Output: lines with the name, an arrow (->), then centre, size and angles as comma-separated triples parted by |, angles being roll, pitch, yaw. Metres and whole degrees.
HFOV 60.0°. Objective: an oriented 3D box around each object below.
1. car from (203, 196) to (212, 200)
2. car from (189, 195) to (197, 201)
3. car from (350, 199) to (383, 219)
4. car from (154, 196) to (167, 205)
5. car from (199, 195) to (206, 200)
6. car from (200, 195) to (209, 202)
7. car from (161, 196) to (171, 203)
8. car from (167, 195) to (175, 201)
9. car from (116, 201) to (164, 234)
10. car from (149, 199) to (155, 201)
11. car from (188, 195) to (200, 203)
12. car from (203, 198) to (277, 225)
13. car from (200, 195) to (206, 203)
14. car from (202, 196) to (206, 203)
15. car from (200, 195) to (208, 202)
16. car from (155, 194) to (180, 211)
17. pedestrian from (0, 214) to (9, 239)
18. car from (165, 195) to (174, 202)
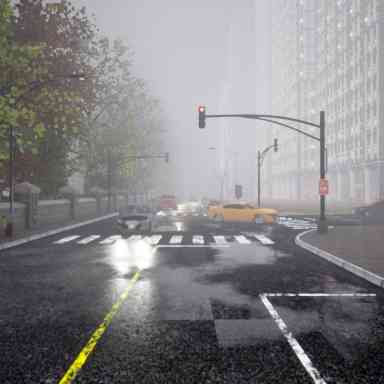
car -> 2.795, 1.586, 42.766 | 1.947, 1.339, 4.313 | 0, 0, 0
car -> 0.195, 1.441, 80.059 | 1.837, 1.490, 4.892 | 0, 0, 0
car -> 14.871, 1.262, 25.948 | 4.674, 1.442, 1.812 | -1, 0, 0
car -> -5.543, 1.477, 59.684 | 1.967, 1.590, 4.097 | 0, 0, 0
car -> 2.918, 1.641, 93.457 | 2.008, 1.369, 4.403 | 0, 0, 0
car -> 2.878, 1.501, 76.561 | 1.967, 1.590, 4.097 | 0, 0, 0
car -> -5.516, 1.577, 70.779 | 1.752, 1.417, 4.829 | 0, 0, 0
car -> -5.476, 1.625, 87.845 | 1.887, 1.381, 4.507 | 0, 0, 0
car -> -3.053, 1.497, 19.317 | 2.128, 1.511, 4.902 | 0, 0, 0
car -> -5.571, 1.607, 48.419 | 1.802, 1.307, 4.206 | 0, 0, 0
car -> 0.170, 1.638, 70.089 | 1.895, 1.301, 4.718 | 0, 0, 0
car -> 3.622, 1.467, 24.158 | 5.008, 1.535, 1.882 | 0, 1, 31
car -> 2.823, 1.597, 54.031 | 1.947, 1.339, 4.313 | 0, 0, 0
car -> 2.809, 1.591, 48.399 | 1.947, 1.339, 4.313 | 0, 0, 0
car -> 2.892, 1.510, 82.192 | 1.967, 1.590, 4.097 | 0, 0, 0
car -> -3.001, 1.240, 41.914 | 2.150, 2.045, 5.566 | 0, 0, 0
pedestrian -> -8.288, 1.525, 14.748 | 0.500, 1.100, 0.500 | 0, 0, 0
car -> -5.488, 1.510, 82.213 | 1.967, 1.590, 4.097 | 0, 0, 0
